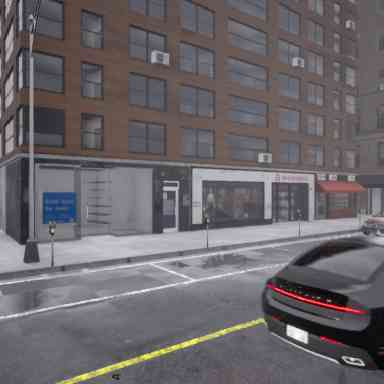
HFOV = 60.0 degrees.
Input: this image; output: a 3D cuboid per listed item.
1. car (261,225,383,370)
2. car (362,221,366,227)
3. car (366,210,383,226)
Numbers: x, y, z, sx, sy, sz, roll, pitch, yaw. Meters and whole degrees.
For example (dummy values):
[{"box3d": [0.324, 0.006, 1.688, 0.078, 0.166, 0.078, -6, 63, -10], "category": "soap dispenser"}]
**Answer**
[{"box3d": [3.257, 1.504, 5.483, 4.892, 1.490, 1.837, 0, 0, -35], "category": "car"}, {"box3d": [10.616, 1.582, 17.470, 4.206, 1.307, 1.802, 0, 0, -35], "category": "car"}, {"box3d": [9.168, 1.526, 13.318, 4.674, 1.442, 1.812, 0, 0, -35], "category": "car"}]
